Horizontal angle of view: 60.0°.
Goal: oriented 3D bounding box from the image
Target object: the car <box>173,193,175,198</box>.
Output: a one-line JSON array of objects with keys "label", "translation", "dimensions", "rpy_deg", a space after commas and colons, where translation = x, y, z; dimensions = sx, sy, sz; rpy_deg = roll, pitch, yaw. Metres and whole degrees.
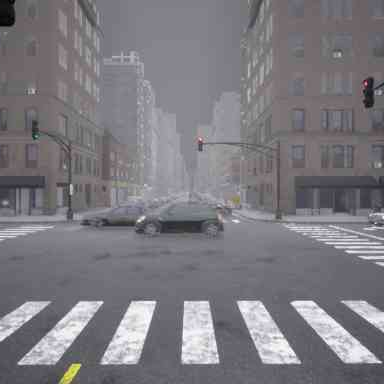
[{"label": "car", "translation": [-5.539, 1.522, 78.576], "dimensions": [1.752, 1.417, 4.829], "rpy_deg": [0, 0, 0]}]

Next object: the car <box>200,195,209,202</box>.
[{"label": "car", "translation": [2.988, 1.437, 78.721], "dimensions": [1.967, 1.590, 4.097], "rpy_deg": [0, 0, 0]}]

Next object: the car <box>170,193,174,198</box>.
[{"label": "car", "translation": [-5.561, 1.544, 73.077], "dimensions": [1.887, 1.381, 4.507], "rpy_deg": [0, 0, 0]}]

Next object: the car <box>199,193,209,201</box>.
[{"label": "car", "translation": [3.010, 1.310, 84.389], "dimensions": [2.192, 1.841, 5.009], "rpy_deg": [0, 0, 0]}]

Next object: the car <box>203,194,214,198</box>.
[{"label": "car", "translation": [2.847, 1.443, 44.705], "dimensions": [1.967, 1.590, 4.097], "rpy_deg": [0, 0, 0]}]

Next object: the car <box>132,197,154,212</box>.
[{"label": "car", "translation": [-5.702, 1.443, 39.068], "dimensions": [1.967, 1.590, 4.097], "rpy_deg": [0, 0, 0]}]

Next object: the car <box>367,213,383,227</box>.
[{"label": "car", "translation": [13.629, 1.615, 20.699], "dimensions": [4.718, 1.301, 1.895], "rpy_deg": [0, 0, 0]}]

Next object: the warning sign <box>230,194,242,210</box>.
[{"label": "warning sign", "translation": [5.227, 1.118, 39.351], "dimensions": [1.300, 1.860, 1.060], "rpy_deg": [0, 0, 0]}]

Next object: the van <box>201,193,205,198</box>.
[{"label": "van", "translation": [2.894, 1.344, 56.043], "dimensions": [1.690, 1.788, 3.998], "rpy_deg": [0, 0, 0]}]

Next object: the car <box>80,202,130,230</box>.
[{"label": "car", "translation": [-4.009, 1.547, 20.604], "dimensions": [5.357, 1.411, 2.033], "rpy_deg": [0, 0, 0]}]

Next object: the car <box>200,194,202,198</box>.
[{"label": "car", "translation": [2.918, 1.527, 61.882], "dimensions": [1.752, 1.417, 4.829], "rpy_deg": [0, 0, 0]}]

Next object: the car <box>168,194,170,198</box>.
[{"label": "car", "translation": [-5.609, 1.527, 61.571], "dimensions": [1.752, 1.417, 4.829], "rpy_deg": [0, 0, 0]}]

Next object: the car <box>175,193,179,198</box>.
[{"label": "car", "translation": [-5.491, 1.307, 90.082], "dimensions": [2.192, 1.841, 5.009], "rpy_deg": [0, 0, 0]}]

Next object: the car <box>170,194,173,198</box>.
[{"label": "car", "translation": [-5.585, 1.567, 67.409], "dimensions": [1.947, 1.339, 4.313], "rpy_deg": [0, 0, 0]}]

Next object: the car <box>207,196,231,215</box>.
[{"label": "car", "translation": [2.801, 1.442, 33.367], "dimensions": [1.967, 1.590, 4.097], "rpy_deg": [0, 0, 0]}]

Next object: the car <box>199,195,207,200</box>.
[{"label": "car", "translation": [3.034, 1.558, 90.060], "dimensions": [1.947, 1.339, 4.313], "rpy_deg": [0, 0, 0]}]

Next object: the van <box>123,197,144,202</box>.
[{"label": "van", "translation": [-5.725, 1.343, 33.400], "dimensions": [1.690, 1.788, 3.998], "rpy_deg": [0, 0, 0]}]

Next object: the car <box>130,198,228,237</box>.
[{"label": "car", "translation": [-0.638, 1.352, 17.373], "dimensions": [4.553, 1.767, 2.097], "rpy_deg": [0, 0, 0]}]

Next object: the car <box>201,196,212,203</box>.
[{"label": "car", "translation": [2.941, 1.552, 67.382], "dimensions": [2.008, 1.369, 4.403], "rpy_deg": [0, 0, 0]}]

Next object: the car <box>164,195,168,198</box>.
[{"label": "car", "translation": [-5.632, 1.569, 56.073], "dimensions": [1.947, 1.339, 4.313], "rpy_deg": [0, 0, 0]}]

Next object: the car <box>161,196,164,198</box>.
[{"label": "car", "translation": [-5.655, 1.585, 50.405], "dimensions": [1.802, 1.307, 4.206], "rpy_deg": [0, 0, 0]}]

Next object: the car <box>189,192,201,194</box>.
[{"label": "car", "translation": [0.297, 1.039, 72.971], "dimensions": [2.150, 2.045, 5.566], "rpy_deg": [0, 0, 0]}]

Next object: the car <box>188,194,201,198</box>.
[{"label": "car", "translation": [0.255, 1.566, 62.937], "dimensions": [1.994, 1.385, 4.181], "rpy_deg": [0, 0, 0]}]

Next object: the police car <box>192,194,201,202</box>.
[{"label": "police car", "translation": [1.120, 1.422, 79.464], "dimensions": [1.930, 1.638, 5.238], "rpy_deg": [0, 0, -1]}]

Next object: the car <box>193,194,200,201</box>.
[{"label": "car", "translation": [1.152, 1.448, 89.559], "dimensions": [1.801, 1.575, 5.366], "rpy_deg": [0, 0, 0]}]
